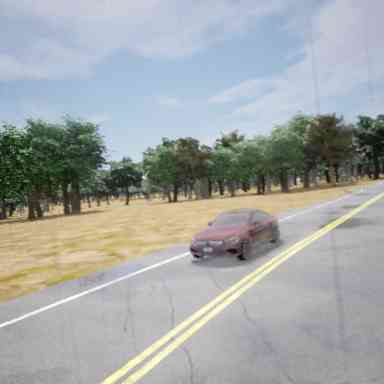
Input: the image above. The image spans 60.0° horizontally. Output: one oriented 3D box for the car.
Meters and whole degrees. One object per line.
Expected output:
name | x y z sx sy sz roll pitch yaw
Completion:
car | 1.704 1.352 11.882 1.812 1.442 4.674 -5 0 33
